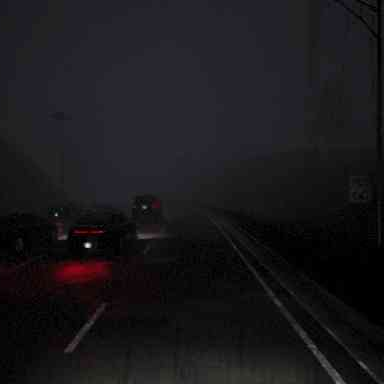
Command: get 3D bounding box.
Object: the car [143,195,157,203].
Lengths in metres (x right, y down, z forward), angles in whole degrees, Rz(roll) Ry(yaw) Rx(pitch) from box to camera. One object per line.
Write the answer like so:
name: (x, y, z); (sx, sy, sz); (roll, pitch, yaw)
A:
car: (-9.534, 1.521, 74.610); (1.882, 1.535, 5.008); (0, 0, -23)

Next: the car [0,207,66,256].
car: (-6.960, 1.509, 13.092); (1.837, 1.490, 4.892); (0, -1, 1)

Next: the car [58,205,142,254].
car: (-3.456, 1.514, 13.520); (1.837, 1.490, 4.892); (0, 0, 1)

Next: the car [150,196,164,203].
car: (-7.300, 1.545, 68.907); (1.837, 1.490, 4.892); (0, 0, -20)

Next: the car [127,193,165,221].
car: (-3.646, 1.239, 27.424); (2.150, 2.045, 5.566); (0, 0, -2)

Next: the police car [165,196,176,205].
police car: (-4.181, 1.460, 59.305); (1.930, 1.638, 5.238); (0, 0, -16)

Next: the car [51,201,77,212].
car: (-10.698, 1.522, 28.385); (1.837, 1.490, 4.892); (0, 0, -3)

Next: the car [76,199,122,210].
car: (-7.097, 1.563, 26.247); (2.033, 1.411, 5.357); (0, 0, -2)

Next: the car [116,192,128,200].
car: (-18.888, 1.147, 91.084); (2.150, 2.045, 5.566); (0, 0, -31)
